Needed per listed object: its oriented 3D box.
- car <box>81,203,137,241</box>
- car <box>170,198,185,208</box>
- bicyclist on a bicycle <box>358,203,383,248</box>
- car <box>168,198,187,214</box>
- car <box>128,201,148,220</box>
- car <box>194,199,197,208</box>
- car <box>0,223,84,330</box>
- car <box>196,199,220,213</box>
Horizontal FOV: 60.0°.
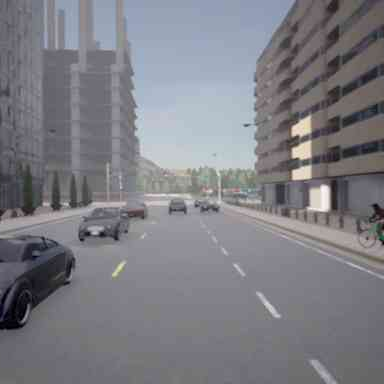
[{"bbox_3d":[-4.353,1.538,17.017,2.128,1.511,4.902,-1,0,-3],"label":"car"},{"bbox_3d":[-2.180,1.574,48.956,2.033,1.411,5.357,-1,0,-3],"label":"car"},{"bbox_3d":[6.868,1.232,12.156,1.656,1.620,0.582,-1,0,-3],"label":"bicyclist on a bicycle"},{"bbox_3d":[-1.515,1.509,35.229,2.128,1.511,4.902,-1,0,-3],"label":"car"},{"bbox_3d":[-4.898,1.530,28.836,1.882,1.535,5.008,-1,0,-2],"label":"car"},{"bbox_3d":[1.299,1.591,47.788,1.895,1.301,4.718,-1,0,-3],"label":"car"},{"bbox_3d":[-3.871,1.604,6.800,1.994,1.385,4.181,-1,0,-3],"label":"car"},{"bbox_3d":[1.863,1.585,36.915,1.895,1.301,4.718,-1,0,-2],"label":"car"}]
